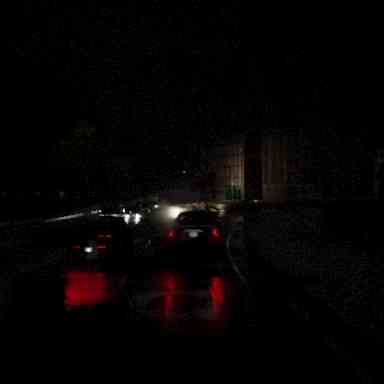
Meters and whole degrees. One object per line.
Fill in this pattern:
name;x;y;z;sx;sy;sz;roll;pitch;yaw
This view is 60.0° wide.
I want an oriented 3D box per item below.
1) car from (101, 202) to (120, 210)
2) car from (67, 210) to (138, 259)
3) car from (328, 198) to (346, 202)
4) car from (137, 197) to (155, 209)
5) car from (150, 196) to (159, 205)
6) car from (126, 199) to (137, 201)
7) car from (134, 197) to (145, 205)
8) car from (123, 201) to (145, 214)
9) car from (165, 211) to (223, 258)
car;-11.325;2.153;46.548;1.882;1.535;5.008;0;-1;-2
car;-3.550;1.712;13.593;1.837;1.490;4.892;0;-1;-2
car;23.635;1.634;53.137;4.674;1.442;1.812;-1;1;-34
car;-8.527;2.249;62.016;1.882;1.535;5.008;0;0;-1
car;-9.015;2.042;77.601;2.150;2.045;5.566;0;0;-2
car;-11.808;2.292;63.276;2.128;1.511;4.902;0;0;-1
car;-12.288;2.194;78.249;2.097;1.767;4.553;0;0;-2
car;-8.058;2.249;45.929;1.895;1.301;4.718;0;-1;-2
car;0.172;1.544;13.803;2.097;1.767;4.553;0;-1;3
